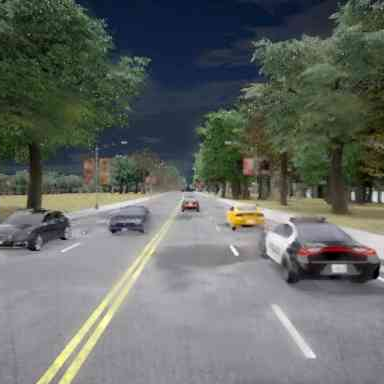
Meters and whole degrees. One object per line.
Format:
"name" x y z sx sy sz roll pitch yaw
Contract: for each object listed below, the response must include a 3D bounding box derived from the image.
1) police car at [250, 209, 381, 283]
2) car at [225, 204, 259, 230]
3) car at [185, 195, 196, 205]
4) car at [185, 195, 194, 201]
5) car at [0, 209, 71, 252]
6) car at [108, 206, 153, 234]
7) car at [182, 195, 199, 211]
"police car" 3.240 1.498 9.731 2.038 1.542 4.974 0 0 0
"car" 3.205 1.457 20.741 1.882 1.535 5.008 0 0 0
"car" -0.230 1.319 56.785 1.837 1.490 4.892 0 1 -1
"car" -0.550 1.285 74.078 1.895 1.301 4.718 0 0 -1
"car" -6.622 1.494 13.890 1.837 1.490 4.892 0 0 0
"car" -3.390 1.530 19.400 2.033 1.411 5.357 0 0 0
"car" -0.172 1.430 38.706 2.163 1.488 4.792 0 0 0
